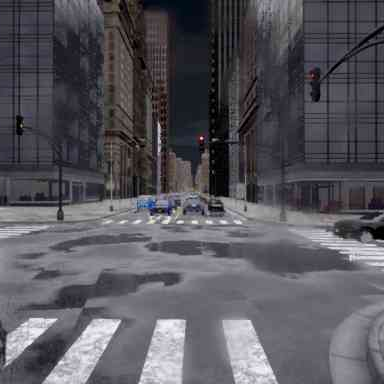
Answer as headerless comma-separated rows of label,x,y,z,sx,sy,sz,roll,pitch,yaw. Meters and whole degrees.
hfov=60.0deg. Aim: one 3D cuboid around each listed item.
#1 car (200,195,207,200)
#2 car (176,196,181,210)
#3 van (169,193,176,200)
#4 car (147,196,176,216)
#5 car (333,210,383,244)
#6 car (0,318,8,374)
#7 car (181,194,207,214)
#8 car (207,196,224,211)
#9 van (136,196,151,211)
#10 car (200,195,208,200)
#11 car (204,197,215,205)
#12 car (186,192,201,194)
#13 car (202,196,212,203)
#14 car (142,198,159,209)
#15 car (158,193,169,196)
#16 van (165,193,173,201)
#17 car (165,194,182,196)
car,3.149,1.407,91.165,2.008,1.369,4.403,0,0,0
car,-2.876,1.532,42.834,1.994,1.385,4.181,0,0,1
van,-5.374,1.198,91.210,1.690,1.788,3.998,0,0,0
car,-2.948,1.457,32.875,1.882,1.535,5.008,0,0,0
car,9.477,1.628,16.165,5.008,1.535,1.882,1,0,-4
car,-2.869,1.526,1.643,1.812,1.442,4.674,0,0,2
car,0.203,1.329,34.492,2.097,1.767,4.553,0,0,1
car,2.856,1.537,40.325,1.947,1.339,4.313,0,0,0
van,-5.668,1.312,40.373,1.690,1.788,3.998,0,0,0
car,3.117,1.455,85.517,1.802,1.307,4.206,0,0,0
car,2.953,1.526,57.272,1.802,1.307,4.206,0,0,0
car,0.376,1.134,72.691,2.150,2.045,5.566,0,0,0
car,3.019,1.464,68.570,1.887,1.381,4.507,0,0,0
car,-5.637,1.546,46.022,1.802,1.307,4.206,0,0,0
car,-5.571,1.384,57.319,1.967,1.590,4.097,0,0,0
van,-5.439,1.230,79.914,1.690,1.788,3.998,0,0,0
car,-2.748,1.499,53.187,2.033,1.411,5.357,0,0,1
